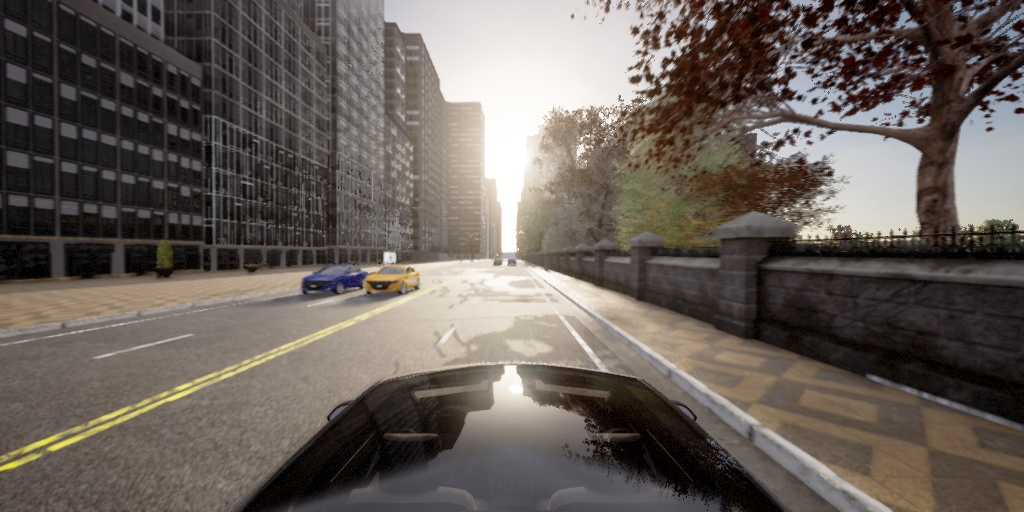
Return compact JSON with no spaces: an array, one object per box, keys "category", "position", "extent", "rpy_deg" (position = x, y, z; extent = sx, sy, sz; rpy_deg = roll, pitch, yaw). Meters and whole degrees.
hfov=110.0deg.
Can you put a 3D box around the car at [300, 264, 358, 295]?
[{"category":"car","position":[-9.761,1.230,20.135],"extent":[1.882,1.535,5.008],"rpy_deg":[0,0,0]}]

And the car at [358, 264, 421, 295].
[{"category":"car","position":[-6.512,1.235,20.136],"extent":[1.882,1.535,5.008],"rpy_deg":[0,0,0]}]
